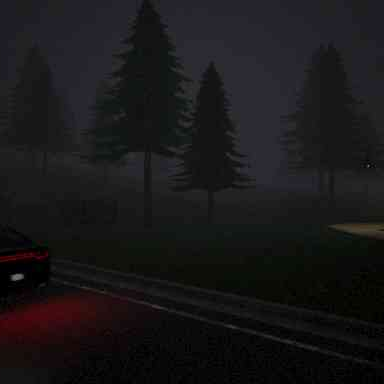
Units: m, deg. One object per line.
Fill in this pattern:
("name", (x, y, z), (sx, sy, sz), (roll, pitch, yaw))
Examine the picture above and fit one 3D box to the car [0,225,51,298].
("car", (-5.360, 1.477, 7.817), (5.008, 1.535, 1.882), (0, 0, 35))
